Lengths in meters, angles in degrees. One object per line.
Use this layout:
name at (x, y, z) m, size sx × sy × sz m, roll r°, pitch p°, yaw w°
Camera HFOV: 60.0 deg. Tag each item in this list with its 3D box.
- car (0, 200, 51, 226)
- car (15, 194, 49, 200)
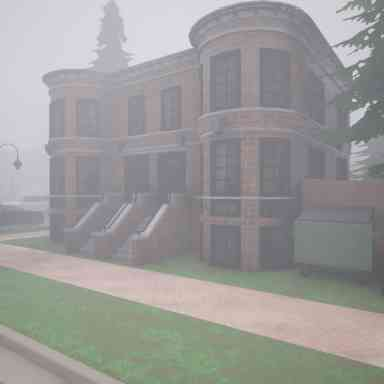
car at (-11.861, 1.477, 20.894) m, size 1.882 × 1.535 × 5.008 m, roll 0°, pitch 0°, yaw 35°
car at (-14.447, 1.221, 29.788) m, size 2.150 × 2.045 × 5.566 m, roll 0°, pitch 0°, yaw 34°
